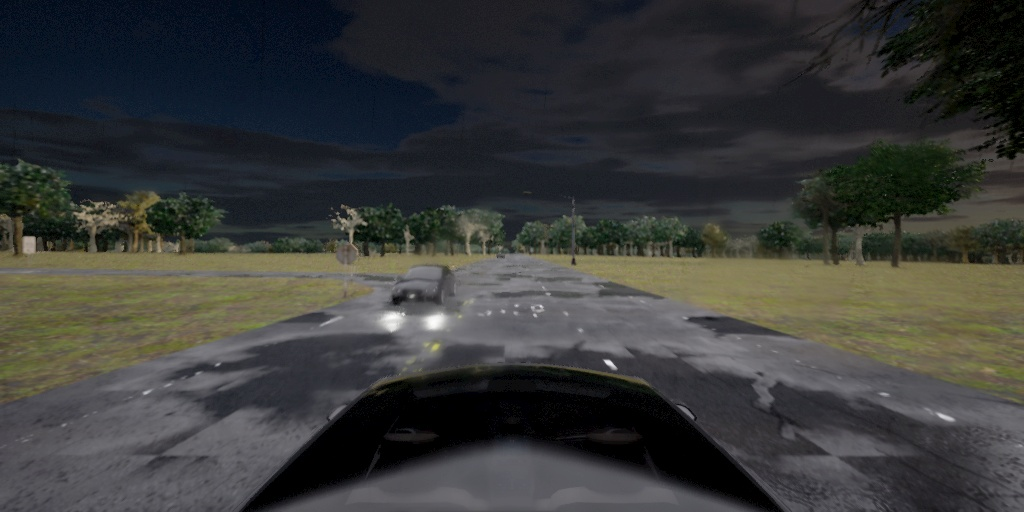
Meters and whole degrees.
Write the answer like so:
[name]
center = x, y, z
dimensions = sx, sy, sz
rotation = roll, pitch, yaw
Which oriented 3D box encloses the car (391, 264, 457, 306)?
[car]
center = -3.478, 1.114, 14.921
dimensions = 1.837, 1.490, 4.892
rotation = 0, 1, 0
